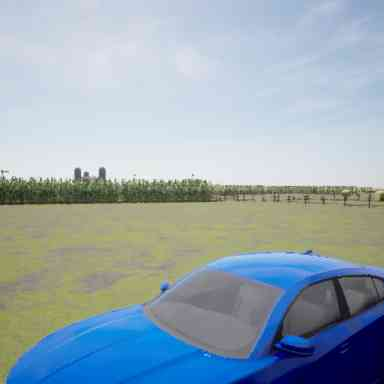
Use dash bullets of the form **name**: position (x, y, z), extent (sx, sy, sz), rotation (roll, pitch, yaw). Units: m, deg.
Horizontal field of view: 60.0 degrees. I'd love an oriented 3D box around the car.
- **car**: position (0.778, 1.477, 3.633), extent (5.008, 1.535, 1.882), rotation (0, 0, -36)
